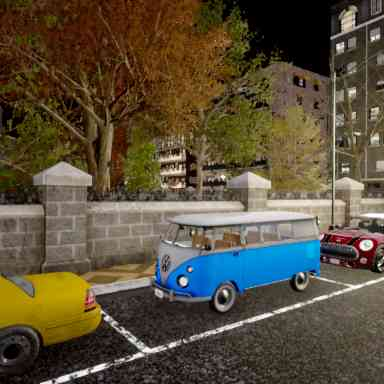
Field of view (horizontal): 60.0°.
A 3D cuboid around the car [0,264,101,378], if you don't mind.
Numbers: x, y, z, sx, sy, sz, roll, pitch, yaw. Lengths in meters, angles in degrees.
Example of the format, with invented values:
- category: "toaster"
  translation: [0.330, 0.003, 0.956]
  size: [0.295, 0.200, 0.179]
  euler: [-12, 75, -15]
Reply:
- category: "car"
  translation: [-3.608, 1.525, 3.976]
  size: [4.829, 1.417, 1.752]
  euler: [0, 1, -35]

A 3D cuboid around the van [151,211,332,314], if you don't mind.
- category: "van"
  translation: [1.106, 1.342, 7.328]
  size: [3.998, 1.788, 1.690]
  euler: [0, 1, -35]

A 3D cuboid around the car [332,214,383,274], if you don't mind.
- category: "car"
  translation: [5.678, 1.442, 10.584]
  size: [4.097, 1.590, 1.967]
  euler: [0, 1, -35]
